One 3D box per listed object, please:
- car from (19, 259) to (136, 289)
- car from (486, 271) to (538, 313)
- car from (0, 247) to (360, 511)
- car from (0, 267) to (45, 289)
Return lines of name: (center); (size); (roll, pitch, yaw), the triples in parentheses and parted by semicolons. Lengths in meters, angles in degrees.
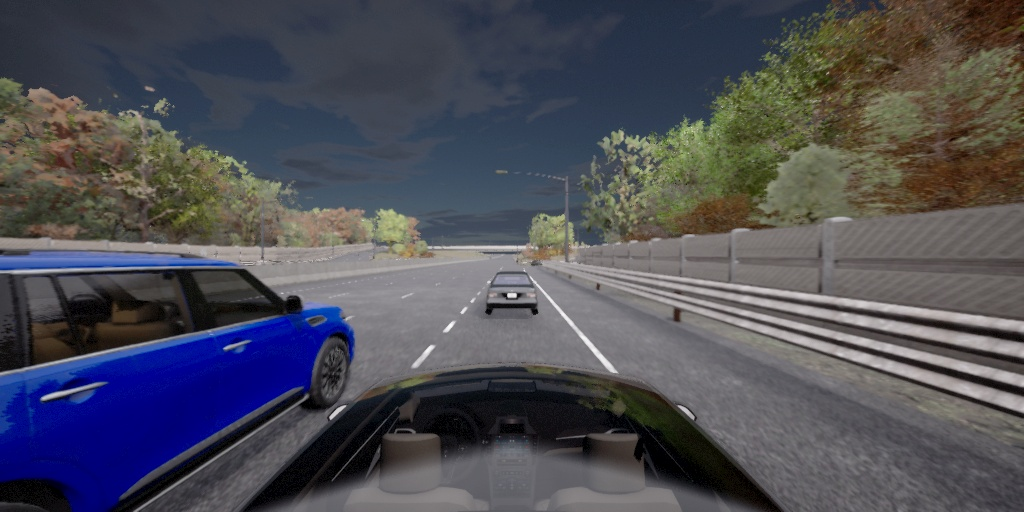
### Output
car: (-28.085, 1.096, 23.484); (2.097, 1.767, 4.553); (0, 0, 0)
car: (-0.004, 1.291, 13.817); (2.033, 1.411, 5.357); (0, 0, 0)
car: (-3.401, 0.970, 2.988); (2.150, 2.045, 5.566); (0, 0, 0)
car: (-31.589, 1.344, 21.169); (1.895, 1.301, 4.718); (0, 0, 0)
